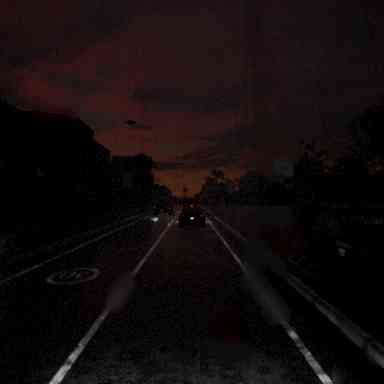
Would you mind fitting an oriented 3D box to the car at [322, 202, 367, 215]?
[{"bbox_3d":[18.550,2.005,40.595,4.674,1.452,2.002,0,-1,0],"label":"car"}]

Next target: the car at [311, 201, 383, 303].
[{"bbox_3d":[5.604,1.266,6.510,5.566,2.045,2.435,0,0,0],"label":"car"}]

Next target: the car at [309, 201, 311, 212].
[{"bbox_3d":[18.548,2.010,43.744,5.008,1.535,2.097,0,-1,0],"label":"car"}]

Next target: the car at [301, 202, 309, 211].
[{"bbox_3d":[18.527,2.058,47.017,4.892,1.521,2.231,0,-1,0],"label":"car"}]

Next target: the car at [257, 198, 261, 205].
[{"bbox_3d":[18.397,2.540,77.795,4.674,1.452,2.002,0,-1,-1],"label":"car"}]

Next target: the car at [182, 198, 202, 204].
[{"bbox_3d":[-0.054,1.764,41.545,2.150,2.045,5.566,0,-1,0],"label":"car"}]

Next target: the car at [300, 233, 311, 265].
[{"bbox_3d":[5.561,1.547,9.309,4.892,1.521,2.231,0,-1,0],"label":"car"}]

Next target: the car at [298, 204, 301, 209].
[{"bbox_3d":[18.520,2.144,50.292,4.674,1.452,2.002,0,-1,0],"label":"car"}]

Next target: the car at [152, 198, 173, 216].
[{"bbox_3d":[-3.396,1.744,39.755,2.150,2.045,5.566,0,-1,0],"label":"car"}]

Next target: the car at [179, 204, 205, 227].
[{"bbox_3d":[0.004,1.880,25.940,1.994,1.385,4.181,0,-1,0],"label":"car"}]

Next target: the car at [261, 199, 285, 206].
[{"bbox_3d":[18.479,2.327,74.628,4.553,1.767,2.185,0,-1,0],"label":"car"}]
